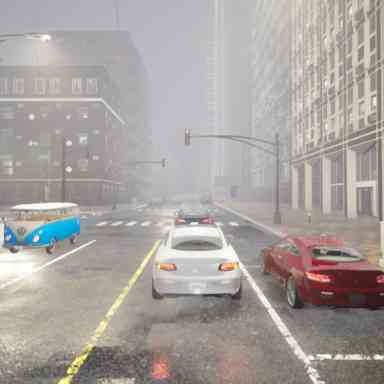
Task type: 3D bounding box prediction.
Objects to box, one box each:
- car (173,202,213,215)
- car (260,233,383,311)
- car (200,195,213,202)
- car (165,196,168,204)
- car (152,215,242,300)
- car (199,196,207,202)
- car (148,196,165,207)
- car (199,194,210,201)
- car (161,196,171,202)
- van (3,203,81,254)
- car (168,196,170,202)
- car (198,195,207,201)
[{"bbox_3d":[0.072,1.506,17.386,2.163,1.488,4.792,0,0,-1],"label":"car"},{"bbox_3d":[2.699,1.583,7.511,1.802,1.307,4.206,1,0,0],"label":"car"},{"bbox_3d":[2.688,1.585,56.768,1.802,1.307,4.206,1,0,0],"label":"car"},{"bbox_3d":[-5.691,1.554,56.764,2.008,1.369,4.403,1,0,0],"label":"car"},{"bbox_3d":[0.103,1.527,8.273,1.812,1.442,4.674,0,0,0],"label":"car"},{"bbox_3d":[2.683,1.585,79.387,1.802,1.307,4.206,1,0,0],"label":"car"},{"bbox_3d":[-5.690,1.554,51.109,2.008,1.369,4.403,1,0,0],"label":"car"},{"bbox_3d":[2.691,1.318,62.423,2.192,1.841,5.009,1,0,0],"label":"car"},{"bbox_3d":[-5.696,1.585,73.728,1.802,1.307,4.206,1,0,0],"label":"car"},{"bbox_3d":[-5.765,1.343,13.193,1.690,1.788,3.998,1,0,0],"label":"van"},{"bbox_3d":[-5.693,1.569,62.419,1.947,1.339,4.313,1,0,0],"label":"car"},{"bbox_3d":[2.682,1.553,85.042,2.008,1.369,4.403,1,0,0],"label":"car"}]
